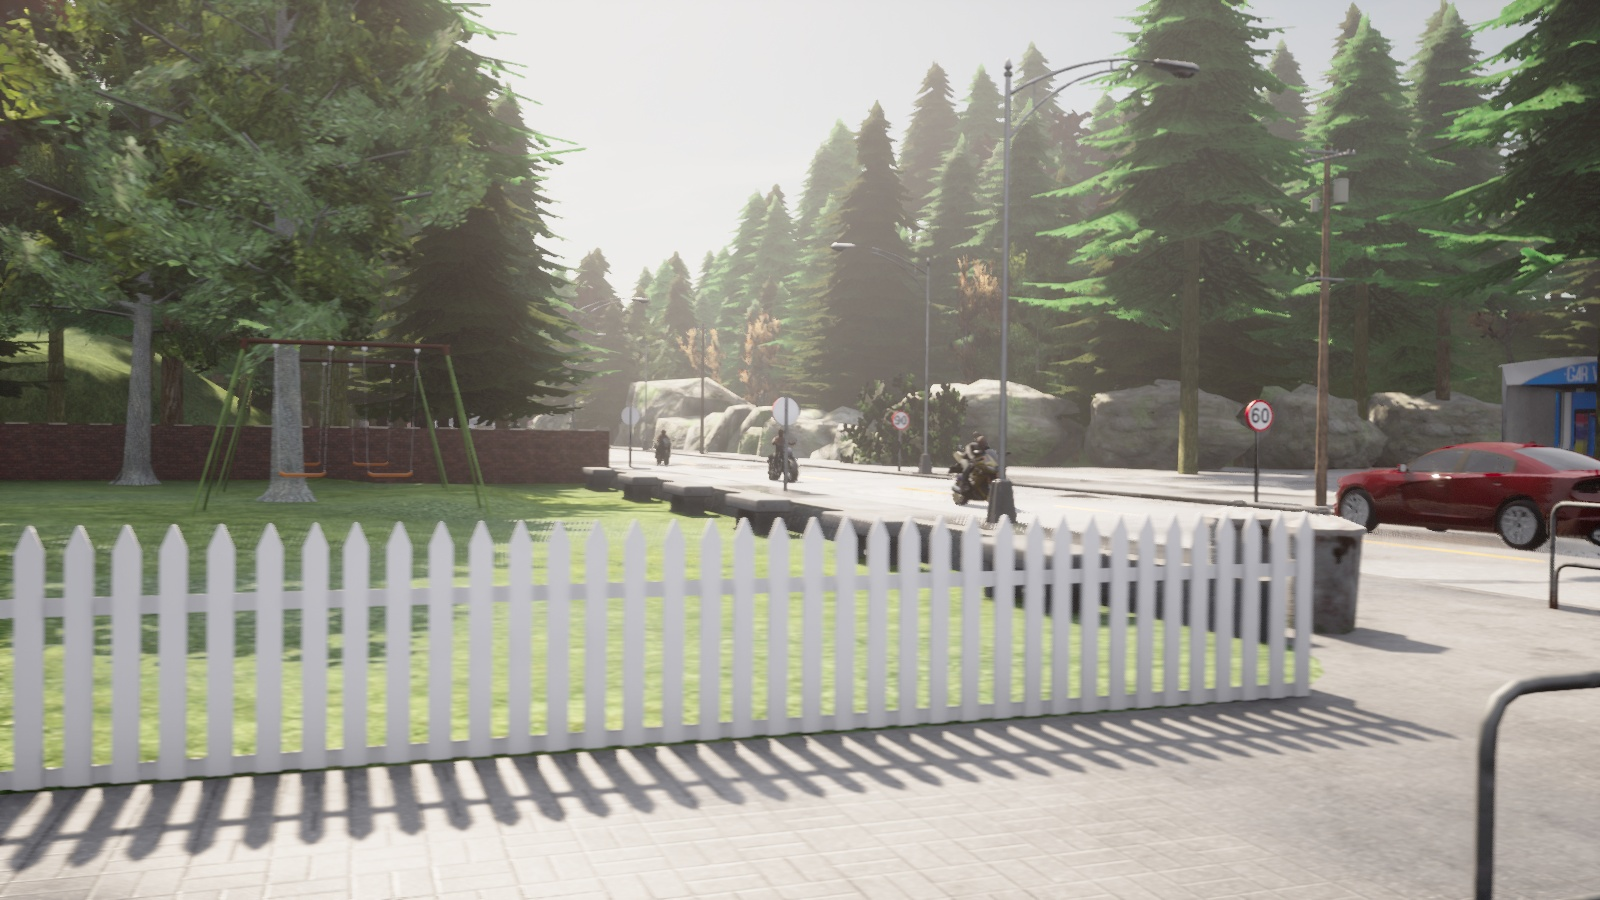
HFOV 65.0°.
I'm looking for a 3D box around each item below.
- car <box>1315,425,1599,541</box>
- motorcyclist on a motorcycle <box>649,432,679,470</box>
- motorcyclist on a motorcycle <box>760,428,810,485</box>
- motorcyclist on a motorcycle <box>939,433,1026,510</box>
[{"bbox_3d":[10.500,0.400,19.322,1.882,1.535,5.008,-1,1,-20],"label":"car"},{"bbox_3d":[-5.734,0.029,52.754,0.797,1.523,2.044,-1,1,-20],"label":"motorcyclist on a motorcycle"},{"bbox_3d":[-0.475,0.177,38.061,0.766,1.649,2.350,-1,1,-20],"label":"motorcyclist on a motorcycle"},{"bbox_3d":[3.781,0.408,26.177,0.866,1.530,2.191,-1,1,-20],"label":"motorcyclist on a motorcycle"}]
